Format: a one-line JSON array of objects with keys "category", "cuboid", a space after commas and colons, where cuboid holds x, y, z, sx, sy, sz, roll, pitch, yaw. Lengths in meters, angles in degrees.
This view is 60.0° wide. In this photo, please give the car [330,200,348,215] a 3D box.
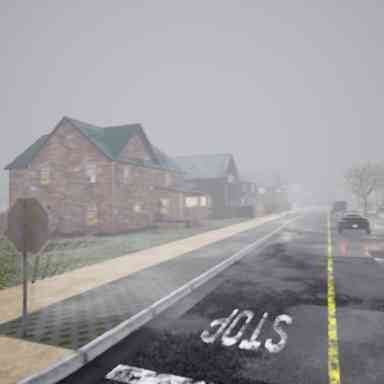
[{"category": "car", "cuboid": [21.422, 2.229, 48.299, 2.150, 2.045, 5.566, -2, -2, 22]}]

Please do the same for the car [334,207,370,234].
[{"category": "car", "cuboid": [10.887, 1.951, 22.569, 1.812, 1.442, 4.674, -2, -2, 22]}]
